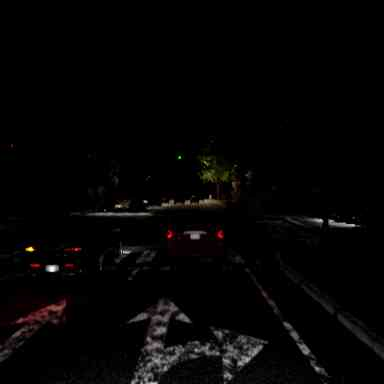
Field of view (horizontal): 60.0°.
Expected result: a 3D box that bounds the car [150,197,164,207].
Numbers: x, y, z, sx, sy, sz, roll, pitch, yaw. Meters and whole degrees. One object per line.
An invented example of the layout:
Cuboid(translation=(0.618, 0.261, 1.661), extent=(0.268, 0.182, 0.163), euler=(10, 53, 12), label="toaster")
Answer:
Cuboid(translation=(-6.249, 1.727, 55.048), extent=(1.812, 1.442, 4.674), euler=(0, 0, 1), label="car")

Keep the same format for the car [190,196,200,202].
Cuboid(translation=(0.742, 1.695, 80.579), extent=(2.128, 1.511, 4.902), euler=(0, 0, 1), label="car")

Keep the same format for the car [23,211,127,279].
Cuboid(translation=(-3.381, 1.547, 10.174), extent=(1.837, 1.490, 4.892), euler=(0, 0, -3), label="car")

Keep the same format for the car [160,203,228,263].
Cuboid(translation=(0.090, 1.432, 12.318), extent=(2.097, 1.767, 4.553), euler=(0, -1, 0), label="car")

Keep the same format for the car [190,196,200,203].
Cuboid(translation=(0.566, 1.742, 70.162), extent=(1.837, 1.490, 4.892), euler=(0, 0, 1), label="car")

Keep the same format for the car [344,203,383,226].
Cuboid(translation=(13.417, 1.615, 23.438), extent=(4.181, 1.385, 1.994), euler=(0, 1, 3), label="car")

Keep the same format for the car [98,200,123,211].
Cuboid(translation=(-9.775, 1.700, 40.242), extent=(2.033, 1.411, 5.357), euler=(0, 0, 1), label="car")

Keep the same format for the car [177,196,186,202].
Cuboid(translation=(-2.507, 1.647, 80.634), extent=(1.882, 1.535, 5.008), euler=(0, 0, 1), label="car")

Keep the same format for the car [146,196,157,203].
Cuboid(translation=(-9.104, 1.698, 74.985), extent=(1.994, 1.385, 4.181), euler=(0, 0, 1), label="car")

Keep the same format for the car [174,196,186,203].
Cuboid(translation=(-2.678, 1.597, 70.570), extent=(2.097, 1.767, 4.553), euler=(0, 0, 1), label="car")

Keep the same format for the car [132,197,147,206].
Cuboid(translation=(-9.373, 1.724, 60.160), extent=(1.837, 1.490, 4.892), euler=(0, -1, 1), label="car")

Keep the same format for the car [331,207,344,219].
Cuboid(translation=(13.455, 1.580, 26.691), extent=(4.181, 1.385, 1.994), euler=(0, 1, 3), label="car")

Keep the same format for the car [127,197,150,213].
Cuboid(translation=(-6.537, 1.679, 39.900), extent=(1.812, 1.442, 4.674), euler=(0, 0, 1), label="car")

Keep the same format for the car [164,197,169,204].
Cuboid(translation=(-5.937, 1.761, 70.031), extent=(2.128, 1.511, 4.902), euler=(0, 0, 1), label="car")
